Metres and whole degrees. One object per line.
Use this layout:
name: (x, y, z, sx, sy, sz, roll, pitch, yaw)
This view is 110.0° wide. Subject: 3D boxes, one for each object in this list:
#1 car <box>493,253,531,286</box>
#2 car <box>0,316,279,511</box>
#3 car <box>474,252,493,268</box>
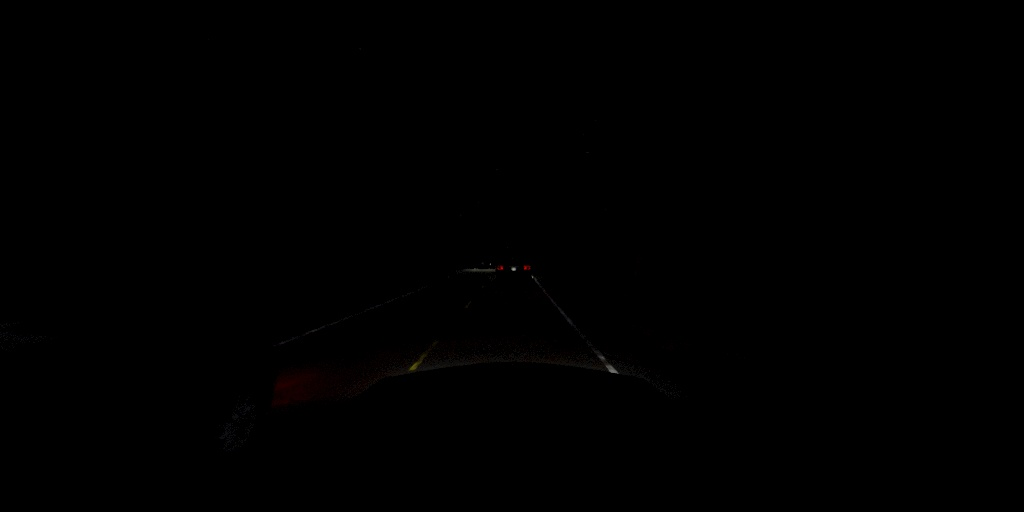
car: (0.103, 0.821, 23.581, 2.150, 2.045, 5.566, 0, 1, 0)
car: (-3.599, 1.255, 2.135, 1.837, 1.490, 4.892, 0, 0, 0)
car: (-3.496, 0.478, 45.561, 2.150, 2.045, 5.566, 0, 1, 0)
